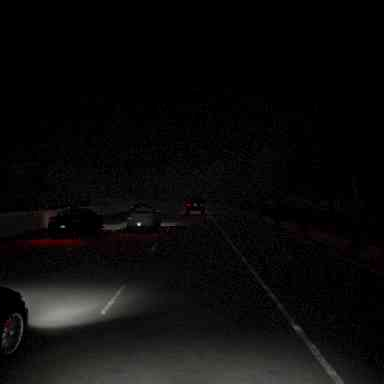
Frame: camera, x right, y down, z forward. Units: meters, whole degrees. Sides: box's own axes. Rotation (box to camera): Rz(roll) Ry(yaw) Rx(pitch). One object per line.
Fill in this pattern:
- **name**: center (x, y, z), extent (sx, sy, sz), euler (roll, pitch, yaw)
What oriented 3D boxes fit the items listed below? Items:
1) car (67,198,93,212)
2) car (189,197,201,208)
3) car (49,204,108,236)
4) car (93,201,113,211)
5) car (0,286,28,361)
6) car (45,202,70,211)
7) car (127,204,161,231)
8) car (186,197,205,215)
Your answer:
- **car**: center (-17.107, 1.895, 51.201), extent (2.150, 2.045, 5.566), euler (0, -1, 0)
- **car**: center (0.567, 1.914, 61.031), extent (2.150, 2.045, 5.566), euler (0, -1, 0)
- **car**: center (-6.750, 1.703, 19.910), extent (1.882, 1.535, 5.008), euler (0, -1, 0)
- **car**: center (-13.607, 2.132, 51.201), extent (1.812, 1.442, 4.674), euler (0, -1, 0)
- **car**: center (-3.383, 1.561, 3.078), extent (1.812, 1.442, 4.674), euler (0, -1, 0)
- **car**: center (-20.607, 2.220, 51.225), extent (1.895, 1.301, 4.718), euler (0, -1, 0)
- **car**: center (-3.227, 1.785, 22.733), extent (1.812, 1.442, 4.674), euler (0, -1, 0)
- **car**: center (0.412, 1.684, 40.802), extent (2.150, 2.045, 5.566), euler (0, -1, 0)
